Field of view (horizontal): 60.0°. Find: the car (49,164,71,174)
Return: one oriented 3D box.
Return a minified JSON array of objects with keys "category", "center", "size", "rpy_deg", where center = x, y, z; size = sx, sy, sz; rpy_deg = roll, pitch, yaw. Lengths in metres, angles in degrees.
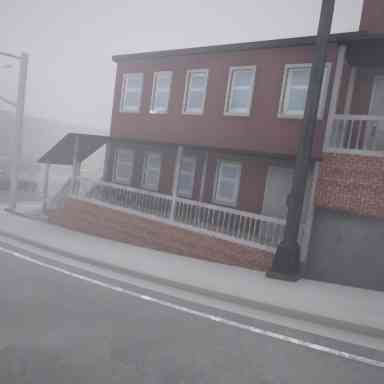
[{"category":"car","center":[-15.844,-3.029,42.390],"size":[1.837,1.490,4.892],"rpy_deg":[11,7,35]}]

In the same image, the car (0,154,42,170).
[{"category":"car","center":[-18.014,-2.752,33.389],"size":[2.150,2.045,5.566],"rpy_deg":[11,7,36]}]

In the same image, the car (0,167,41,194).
[{"category":"car","center":[-12.896,-0.741,22.535],"size":[1.812,1.442,4.674],"rpy_deg":[11,7,35]}]

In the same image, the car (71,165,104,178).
[{"category":"car","center":[-12.074,-2.493,41.705],"size":[1.882,1.535,5.008],"rpy_deg":[11,7,35]}]
